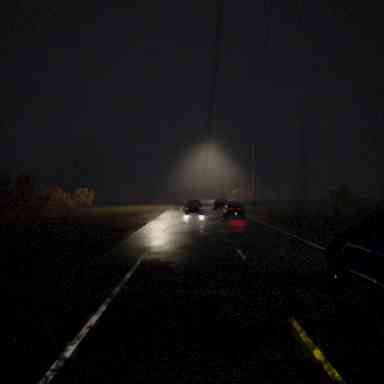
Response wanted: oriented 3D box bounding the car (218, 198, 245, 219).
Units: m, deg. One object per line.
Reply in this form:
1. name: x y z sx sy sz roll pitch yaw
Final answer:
1. car: 3.727 1.583 30.455 1.837 1.490 4.892 0 0 1

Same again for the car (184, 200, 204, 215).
1. car: 0.200 1.542 35.047 1.882 1.535 5.008 0 0 0

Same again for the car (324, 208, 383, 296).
1. car: 4.578 1.264 6.491 2.150 2.045 5.566 0 0 0

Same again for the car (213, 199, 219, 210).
1. car: 3.767 1.579 43.477 1.882 1.535 5.008 0 0 1
